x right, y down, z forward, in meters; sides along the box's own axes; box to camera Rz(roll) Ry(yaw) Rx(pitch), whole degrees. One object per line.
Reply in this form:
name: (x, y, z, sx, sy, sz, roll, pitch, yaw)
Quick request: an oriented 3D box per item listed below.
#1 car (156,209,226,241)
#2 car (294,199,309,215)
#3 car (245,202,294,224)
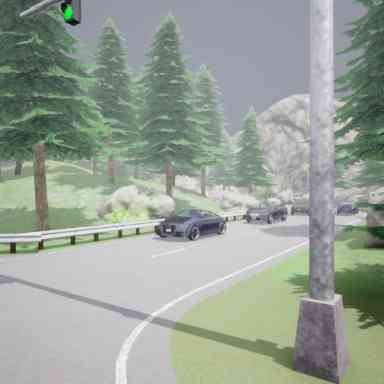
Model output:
car: (0.049, 1.579, 16.970, 1.994, 1.385, 4.181, 0, 0, 35)
car: (11.309, 1.520, 33.694, 1.837, 1.490, 4.892, 0, 0, 28)
car: (5.709, 1.507, 25.147, 2.128, 1.511, 4.902, 0, 0, 35)
